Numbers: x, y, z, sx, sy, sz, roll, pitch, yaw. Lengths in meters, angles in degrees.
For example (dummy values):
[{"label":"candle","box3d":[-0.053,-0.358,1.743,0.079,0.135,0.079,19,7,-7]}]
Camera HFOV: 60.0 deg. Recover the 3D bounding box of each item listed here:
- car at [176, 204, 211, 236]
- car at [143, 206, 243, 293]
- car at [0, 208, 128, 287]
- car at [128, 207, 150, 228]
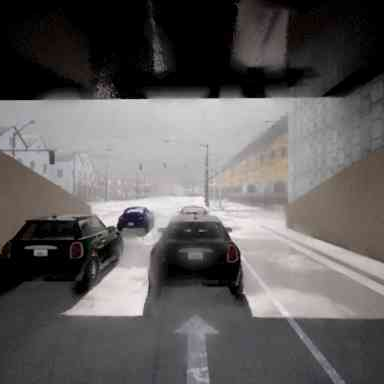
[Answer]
[{"label":"car","box3d":[0.079,1.595,20.384,1.882,1.535,5.008,0,0,0]},{"label":"car","box3d":[0.084,1.405,9.207,2.097,1.767,4.553,0,0,0]},{"label":"car","box3d":[-3.411,1.407,9.616,2.097,1.767,4.553,0,0,0]},{"label":"car","box3d":[-3.426,1.647,20.865,1.812,1.442,4.674,0,-1,0]}]
